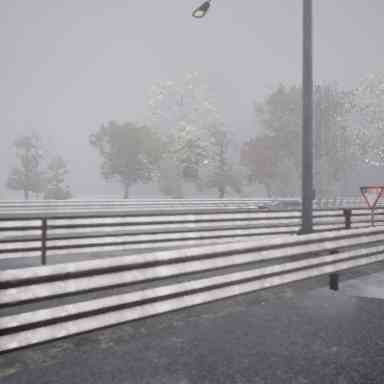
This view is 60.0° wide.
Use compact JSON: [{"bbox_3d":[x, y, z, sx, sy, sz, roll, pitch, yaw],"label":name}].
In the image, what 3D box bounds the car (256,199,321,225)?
[{"bbox_3d":[6.476,1.261,21.837,4.892,1.490,1.837,0,0,-25],"label":"car"}]
